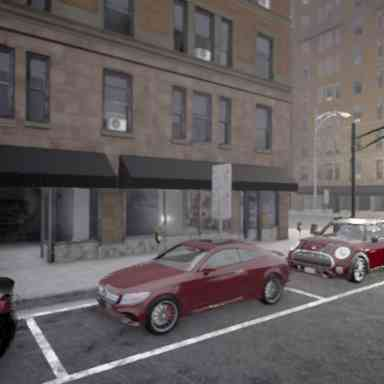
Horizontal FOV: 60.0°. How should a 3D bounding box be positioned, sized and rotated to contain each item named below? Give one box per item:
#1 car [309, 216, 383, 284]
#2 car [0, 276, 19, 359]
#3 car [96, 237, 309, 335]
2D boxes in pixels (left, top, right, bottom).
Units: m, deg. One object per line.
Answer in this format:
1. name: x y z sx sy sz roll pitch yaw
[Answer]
1. car: 4.720 1.556 9.899 4.097 1.590 1.967 1 -1 -35
2. car: -4.240 1.547 3.511 4.313 1.339 1.947 1 -1 -35
3. car: 0.239 1.630 6.704 4.206 1.307 1.802 1 -1 -35
